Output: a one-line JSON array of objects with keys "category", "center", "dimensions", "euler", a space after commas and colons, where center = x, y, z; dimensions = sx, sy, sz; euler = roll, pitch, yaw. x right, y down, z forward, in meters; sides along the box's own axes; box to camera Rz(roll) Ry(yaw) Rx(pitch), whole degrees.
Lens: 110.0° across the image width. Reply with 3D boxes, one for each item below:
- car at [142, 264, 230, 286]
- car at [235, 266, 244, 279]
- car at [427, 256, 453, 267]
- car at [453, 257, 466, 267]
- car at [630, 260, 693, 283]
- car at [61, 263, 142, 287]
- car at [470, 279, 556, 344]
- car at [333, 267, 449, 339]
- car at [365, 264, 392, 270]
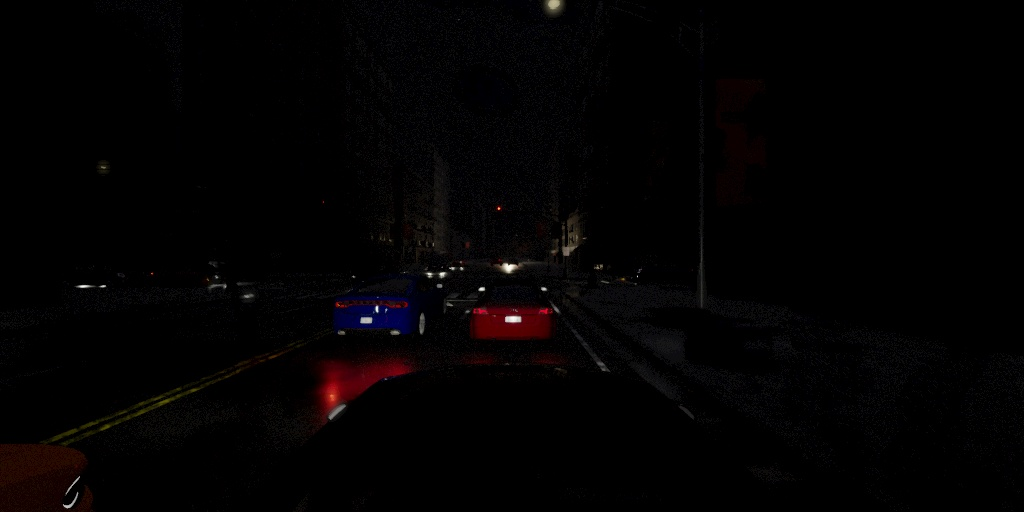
[{"category": "car", "center": [-22.526, 1.308, 24.991], "dimensions": [4.181, 1.385, 1.994], "euler": [0, 0, 1]}, {"category": "car", "center": [-25.286, 1.330, 30.497], "dimensions": [4.313, 1.339, 1.948], "euler": [0, 0, 0]}, {"category": "car", "center": [-9.712, 0.969, 47.490], "dimensions": [2.150, 2.045, 5.566], "euler": [0, 0, -1]}, {"category": "car", "center": [-9.607, 1.094, 64.094], "dimensions": [2.097, 1.767, 4.553], "euler": [0, 0, 1]}, {"category": "car", "center": [11.629, 1.140, 28.037], "dimensions": [4.553, 1.767, 2.097], "euler": [0, 0, 2]}, {"category": "car", "center": [-25.353, 1.172, 22.473], "dimensions": [4.097, 1.591, 1.967], "euler": [0, 0, 0]}, {"category": "car", "center": [0.028, 1.314, 9.623], "dimensions": [1.994, 1.385, 4.181], "euler": [0, 0, 0]}, {"category": "car", "center": [-3.123, 1.228, 10.151], "dimensions": [1.882, 1.535, 5.008], "euler": [0, 0, 0]}, {"category": "car", "center": [-9.773, 1.301, 26.207], "dimensions": [2.033, 1.411, 5.357], "euler": [0, 0, 0]}]
